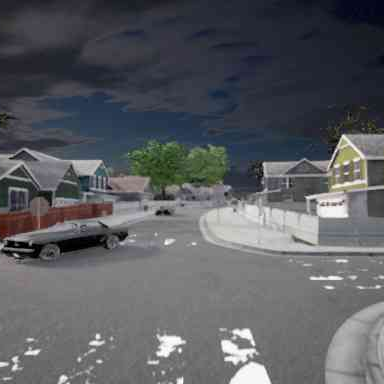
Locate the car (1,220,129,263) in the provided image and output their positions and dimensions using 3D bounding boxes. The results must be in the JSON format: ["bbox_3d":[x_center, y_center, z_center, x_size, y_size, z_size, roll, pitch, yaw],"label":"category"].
[{"bbox_3d":[-4.749,1.805,13.099,1.895,1.301,4.718,-3,-1,32],"label":"car"}]

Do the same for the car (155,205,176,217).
[{"bbox_3d":[-3.062,2.164,38.489,1.895,1.301,4.718,0,-1,4],"label":"car"}]
